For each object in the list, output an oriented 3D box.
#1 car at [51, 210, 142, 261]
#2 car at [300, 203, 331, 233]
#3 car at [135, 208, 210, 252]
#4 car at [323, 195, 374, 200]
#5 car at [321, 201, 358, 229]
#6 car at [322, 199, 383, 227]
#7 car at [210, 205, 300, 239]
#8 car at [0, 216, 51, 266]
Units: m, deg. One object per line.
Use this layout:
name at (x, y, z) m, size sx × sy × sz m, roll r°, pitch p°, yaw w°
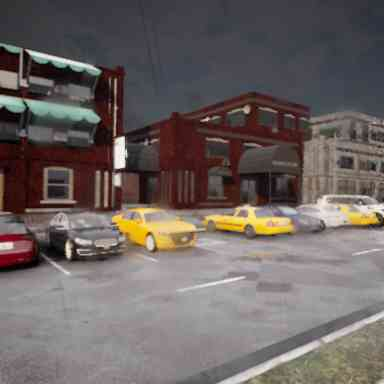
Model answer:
car at (-4.089, 1.466, 12.432) m, size 2.231 × 1.521 × 4.892 m, roll 0°, pitch 0°, yaw -35°
car at (5.068, 1.492, 18.934) m, size 2.002 × 1.452 × 4.674 m, roll 0°, pitch 0°, yaw -35°
car at (-1.721, 1.457, 14.113) m, size 2.097 × 1.535 × 5.008 m, roll 0°, pitch 0°, yaw -35°
car at (11.781, 1.256, 23.666) m, size 2.435 × 2.045 × 5.566 m, roll 1°, pitch 0°, yaw -35°
car at (7.238, 1.503, 20.470) m, size 2.002 × 1.452 × 4.674 m, roll 0°, pitch 0°, yaw -35°
car at (9.390, 1.479, 22.230) m, size 1.946 × 1.575 × 5.366 m, roll 1°, pitch 0°, yaw -35°
car at (2.704, 1.446, 17.478) m, size 1.946 × 1.575 × 5.366 m, roll 0°, pitch 0°, yaw -35°
car at (-6.367, 1.502, 10.840) m, size 2.163 × 1.488 × 4.792 m, roll 0°, pitch 0°, yaw -35°
